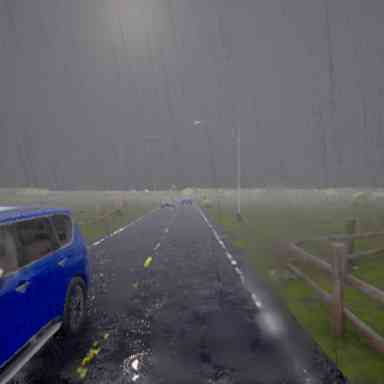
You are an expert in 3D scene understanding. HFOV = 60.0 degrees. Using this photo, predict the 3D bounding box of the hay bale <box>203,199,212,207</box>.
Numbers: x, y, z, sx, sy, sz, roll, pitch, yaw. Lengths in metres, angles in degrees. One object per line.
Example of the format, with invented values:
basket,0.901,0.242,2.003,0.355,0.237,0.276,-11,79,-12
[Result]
hay bale,2.389,1.676,51.906,1.220,1.180,1.240,0,0,-2

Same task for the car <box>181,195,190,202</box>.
car,-1.576,1.428,77.539,2.128,1.511,4.902,0,0,-2

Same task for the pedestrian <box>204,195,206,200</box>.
pedestrian,2.053,1.315,53.069,0.375,1.860,0.375,0,0,0

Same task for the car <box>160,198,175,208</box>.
car,-3.463,1.589,47.635,1.994,1.385,4.181,0,0,-1

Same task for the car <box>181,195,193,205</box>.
car,-0.966,1.372,60.135,2.097,1.767,4.553,0,0,-2

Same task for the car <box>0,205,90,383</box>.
car,-2.872,1.226,3.718,2.150,2.045,5.566,0,0,0
